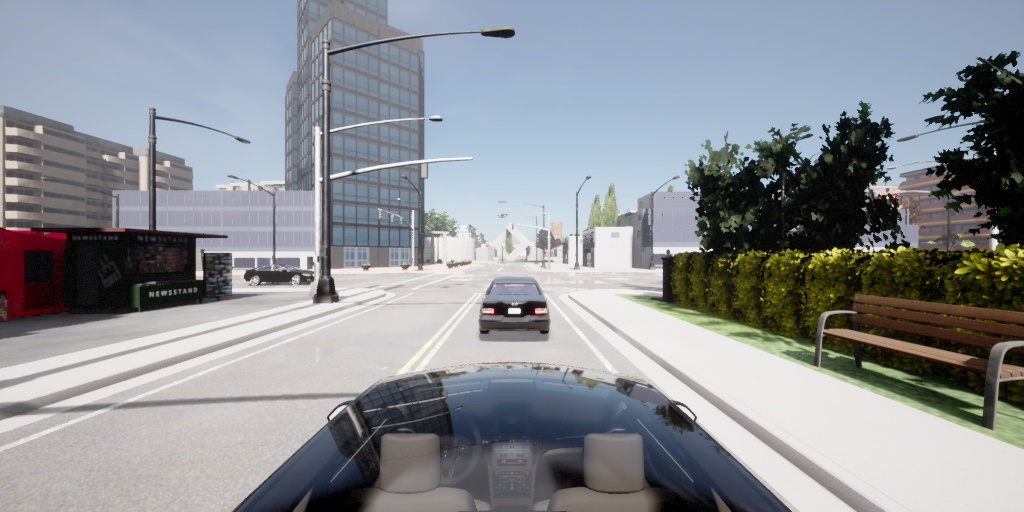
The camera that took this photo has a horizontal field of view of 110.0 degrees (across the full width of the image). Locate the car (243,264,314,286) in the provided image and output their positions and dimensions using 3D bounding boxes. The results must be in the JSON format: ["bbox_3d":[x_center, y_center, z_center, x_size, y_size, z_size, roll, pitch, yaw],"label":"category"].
[{"bbox_3d":[-16.694,1.349,26.080,4.902,1.511,2.128,-1,0,0],"label":"car"}]

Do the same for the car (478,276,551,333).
[{"bbox_3d":[0.067,1.297,10.673,2.033,1.411,5.357,0,0,0],"label":"car"}]
